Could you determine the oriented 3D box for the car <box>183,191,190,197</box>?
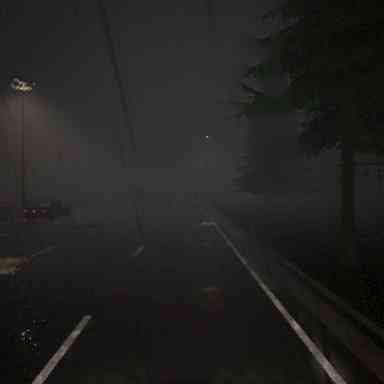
[{"bbox_3d":[-1.521,0.606,91.189,1.812,1.442,4.674,0,1,-1],"label":"car"}]

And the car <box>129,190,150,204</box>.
[{"bbox_3d":[-7.851,0.748,51.448,2.150,2.045,5.566,0,1,-1],"label":"car"}]

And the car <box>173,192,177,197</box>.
[{"bbox_3d":[-5.021,0.628,91.174,1.812,1.442,4.674,0,1,-1],"label":"car"}]

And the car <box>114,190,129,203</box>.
[{"bbox_3d":[-11.418,0.730,55.213,2.150,2.045,5.566,0,1,-1],"label":"car"}]

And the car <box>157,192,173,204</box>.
[{"bbox_3d":[-4.249,1.043,49.987,1.812,1.442,4.674,0,0,-1],"label":"car"}]

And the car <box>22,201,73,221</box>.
[{"bbox_3d":[-10.810,1.357,25.202,2.033,1.411,5.357,0,1,-1],"label":"car"}]

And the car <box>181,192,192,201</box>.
[{"bbox_3d":[-1.052,0.714,63.276,2.097,1.767,4.553,0,1,-1],"label":"car"}]

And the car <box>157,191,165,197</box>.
[{"bbox_3d":[-8.537,0.594,92.048,1.882,1.535,5.008,0,1,-1],"label":"car"}]
